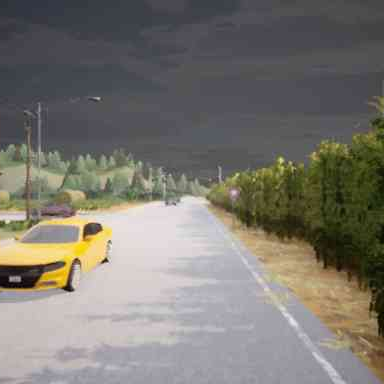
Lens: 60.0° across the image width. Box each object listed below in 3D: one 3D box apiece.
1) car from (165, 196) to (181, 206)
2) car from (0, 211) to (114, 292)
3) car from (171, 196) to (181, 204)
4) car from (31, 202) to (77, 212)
[{"bbox_3d":[-3.555,1.657,56.839,2.128,1.511,4.902,0,0,0],"label":"car"},{"bbox_3d":[-3.561,1.505,9.223,1.882,1.535,5.008,0,0,0],"label":"car"},{"bbox_3d":[-3.440,1.696,71.980,1.837,1.490,4.892,0,0,0],"label":"car"},{"bbox_3d":[-12.915,1.627,30.924,4.181,1.385,1.994,0,0,0],"label":"car"}]
